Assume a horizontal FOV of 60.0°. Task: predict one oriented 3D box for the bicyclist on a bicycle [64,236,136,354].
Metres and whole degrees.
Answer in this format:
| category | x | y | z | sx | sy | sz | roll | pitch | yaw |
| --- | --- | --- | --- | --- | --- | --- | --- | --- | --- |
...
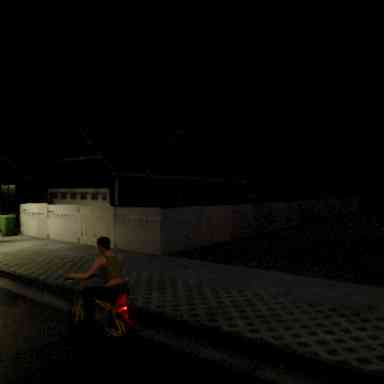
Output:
| category | x | y | z | sx | sy | sz | roll | pitch | yaw |
| --- | --- | --- | --- | --- | --- | --- | --- | --- | --- |
| bicyclist on a bicycle | -1.360 | 1.442 | 4.898 | 1.509 | 1.612 | 0.866 | 0 | 0 | 35 |
